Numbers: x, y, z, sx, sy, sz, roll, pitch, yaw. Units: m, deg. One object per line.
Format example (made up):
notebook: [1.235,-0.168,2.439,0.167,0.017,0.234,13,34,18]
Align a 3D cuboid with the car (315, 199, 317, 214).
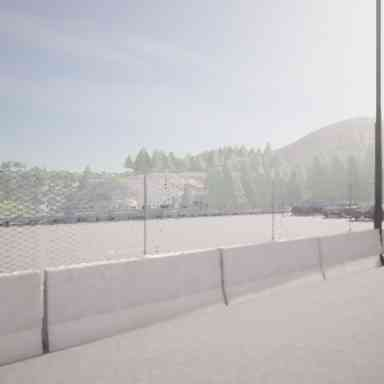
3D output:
car: [12.245,1.501,34.246,4.553,1.767,2.097,1,0,-35]
